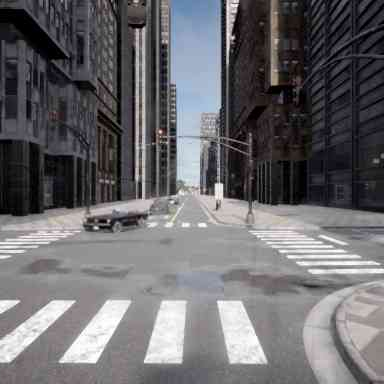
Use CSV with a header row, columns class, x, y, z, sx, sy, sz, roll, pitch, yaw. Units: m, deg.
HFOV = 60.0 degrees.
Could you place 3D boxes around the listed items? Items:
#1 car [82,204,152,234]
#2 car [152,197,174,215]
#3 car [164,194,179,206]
class,x,y,z,sx,sy,sz,roll,pitch,yaw
car,-4.404,1.607,19.766,1.895,1.301,4.718,0,0,18
car,-3.172,1.515,33.717,1.837,1.490,4.892,0,0,0
car,-3.194,1.516,56.171,2.128,1.511,4.902,0,0,0
